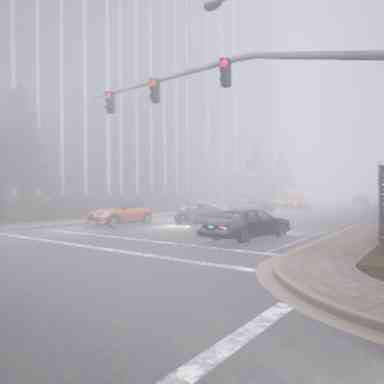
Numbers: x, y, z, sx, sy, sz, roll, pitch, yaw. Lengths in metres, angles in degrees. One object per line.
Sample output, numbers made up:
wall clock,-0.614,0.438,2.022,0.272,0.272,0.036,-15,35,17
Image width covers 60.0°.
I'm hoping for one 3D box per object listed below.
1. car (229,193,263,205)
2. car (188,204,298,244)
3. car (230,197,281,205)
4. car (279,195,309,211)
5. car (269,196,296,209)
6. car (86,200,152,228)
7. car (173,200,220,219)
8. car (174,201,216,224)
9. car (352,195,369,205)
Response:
car,6.308,1.166,37.526,2.150,2.045,5.566,-1,0,37
car,2.572,1.495,15.613,5.357,1.411,2.033,0,0,-45
car,6.096,1.486,31.401,2.033,1.411,5.357,-1,0,37
car,12.159,1.251,39.481,2.097,1.767,4.553,-1,0,37
car,12.576,1.381,45.846,1.882,1.535,5.008,-1,0,37
car,-4.885,1.371,22.568,2.097,1.767,4.553,-1,0,37
car,0.513,1.509,29.754,1.812,1.442,4.674,-1,0,37
car,0.560,1.539,24.000,1.994,1.385,4.181,-1,0,37
car,26.903,1.285,53.037,2.128,1.511,4.902,-1,0,37
